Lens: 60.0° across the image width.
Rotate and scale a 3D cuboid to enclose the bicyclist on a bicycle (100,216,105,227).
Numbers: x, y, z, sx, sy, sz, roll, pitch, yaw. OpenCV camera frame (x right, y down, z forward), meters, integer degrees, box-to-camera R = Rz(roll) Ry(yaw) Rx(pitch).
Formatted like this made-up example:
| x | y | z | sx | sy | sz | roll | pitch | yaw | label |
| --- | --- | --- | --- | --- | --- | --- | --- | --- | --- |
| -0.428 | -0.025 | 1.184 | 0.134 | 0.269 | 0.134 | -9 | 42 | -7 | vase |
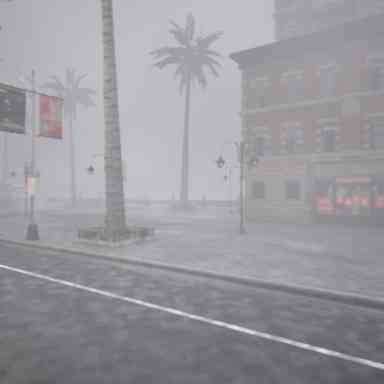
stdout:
| x | y | z | sx | sy | sz | roll | pitch | yaw | label |
| --- | --- | --- | --- | --- | --- | --- | --- | --- | --- |
| -3.703 | 1.301 | 15.556 | 0.582 | 1.620 | 1.656 | 0 | 0 | 35 | bicyclist on a bicycle |
